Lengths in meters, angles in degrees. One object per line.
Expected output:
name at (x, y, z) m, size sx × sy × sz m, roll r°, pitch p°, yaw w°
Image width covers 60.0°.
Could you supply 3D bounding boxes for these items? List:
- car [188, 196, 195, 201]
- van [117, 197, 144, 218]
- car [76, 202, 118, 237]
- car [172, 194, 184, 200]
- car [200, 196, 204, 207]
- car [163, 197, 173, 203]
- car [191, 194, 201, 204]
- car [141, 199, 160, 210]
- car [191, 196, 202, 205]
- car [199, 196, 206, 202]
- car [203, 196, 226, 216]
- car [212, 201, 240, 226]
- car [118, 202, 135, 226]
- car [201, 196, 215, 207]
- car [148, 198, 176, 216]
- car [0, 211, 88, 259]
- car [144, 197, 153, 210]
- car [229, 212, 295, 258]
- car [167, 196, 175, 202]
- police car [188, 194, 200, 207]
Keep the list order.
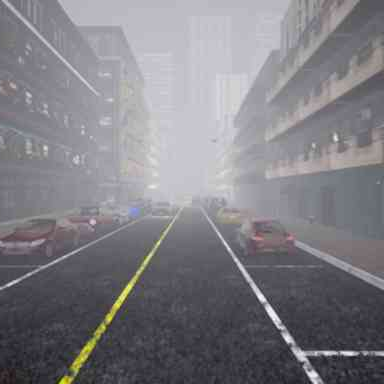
car at (-0.040, 1.881, 92.471) m, size 1.895 × 1.301 × 4.718 m, roll 0°, pitch 0°, yaw 0°
van at (-5.683, 1.469, 29.568) m, size 1.690 × 1.788 × 3.998 m, roll -1°, pitch 0°, yaw 0°
car at (-5.676, 1.519, 18.363) m, size 1.967 × 1.590 × 4.097 m, roll -1°, pitch 0°, yaw 0°
car at (-3.033, 1.412, 77.748) m, size 2.150 × 2.045 × 5.566 m, roll 0°, pitch 0°, yaw 0°
car at (2.657, 1.517, 46.349) m, size 2.192 × 1.841 × 5.009 m, roll -1°, pitch 0°, yaw 0°
car at (-5.735, 1.901, 79.985) m, size 2.008 × 1.369 × 4.403 m, roll -1°, pitch 0°, yaw 0°
car at (0.869, 1.545, 73.214) m, size 2.150 × 2.045 × 5.566 m, roll 0°, pitch 0°, yaw 0°
car at (-5.728, 1.752, 46.373) m, size 2.008 × 1.369 × 4.403 m, roll -1°, pitch 0°, yaw 0°
car at (0.870, 1.645, 67.153) m, size 2.097 × 1.767 × 4.553 m, roll 0°, pitch 0°, yaw 0°
car at (2.642, 1.902, 85.732) m, size 1.752 × 1.417 × 4.829 m, roll -1°, pitch 0°, yaw 0°
car at (2.662, 1.468, 35.145) m, size 2.192 × 1.841 × 5.009 m, roll -1°, pitch 0°, yaw 0°
car at (2.669, 1.631, 24.110) m, size 1.752 × 1.417 × 4.829 m, roll -1°, pitch 0°, yaw 0°
car at (-5.677, 1.654, 23.965) m, size 2.008 × 1.369 × 4.403 m, roll -1°, pitch 0°, yaw 0°
car at (2.652, 1.567, 57.553) m, size 2.192 × 1.841 × 5.009 m, roll -1°, pitch 0°, yaw 0°
car at (-3.108, 1.701, 35.470) m, size 2.033 × 1.411 × 5.357 m, roll 0°, pitch 0°, yaw 0°
car at (-5.672, 1.637, 12.761) m, size 1.802 × 1.307 × 4.206 m, roll -1°, pitch 0°, yaw 0°
car at (-5.711, 1.492, 40.772) m, size 2.192 × 1.841 × 5.009 m, roll -1°, pitch 0°, yaw 0°
car at (2.675, 1.638, 12.736) m, size 1.802 × 1.307 × 4.206 m, roll -1°, pitch 0°, yaw 0°
car at (-5.740, 1.951, 91.189) m, size 2.008 × 1.369 × 4.403 m, roll -1°, pitch 0°, yaw 0°
police car at (0.772, 1.676, 57.298) m, size 1.930 × 1.638 × 5.238 m, roll 0°, pitch 0°, yaw 0°
